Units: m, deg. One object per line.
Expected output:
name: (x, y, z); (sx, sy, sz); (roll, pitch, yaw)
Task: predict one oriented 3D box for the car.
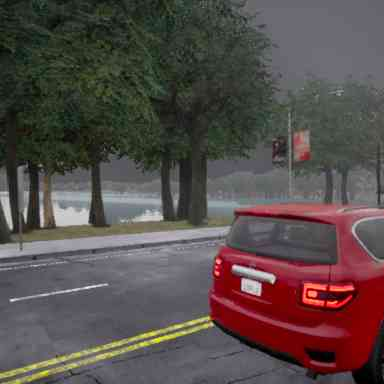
car: (2.809, 1.212, 5.403); (5.566, 2.045, 2.150); (1, -1, -37)
